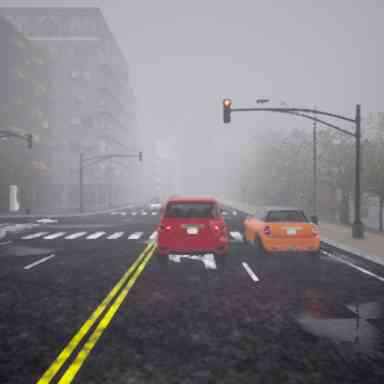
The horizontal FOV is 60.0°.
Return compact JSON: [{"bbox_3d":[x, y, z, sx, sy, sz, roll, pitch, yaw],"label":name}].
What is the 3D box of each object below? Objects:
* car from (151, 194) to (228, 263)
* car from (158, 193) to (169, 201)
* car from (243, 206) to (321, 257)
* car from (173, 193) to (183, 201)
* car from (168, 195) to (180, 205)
[{"bbox_3d":[-0.036,1.201,11.993,2.150,2.045,5.566,0,0,-1],"label":"car"},{"bbox_3d":[-6.475,1.082,75.989,2.097,1.767,4.553,0,0,0],"label":"car"},{"bbox_3d":[3.295,1.333,13.074,2.097,1.767,4.553,0,0,0],"label":"car"},{"bbox_3d":[-3.225,1.082,75.987,2.097,1.767,4.553,0,0,0],"label":"car"},{"bbox_3d":[-3.275,1.408,60.379,1.882,1.535,5.008,0,0,1],"label":"car"}]
